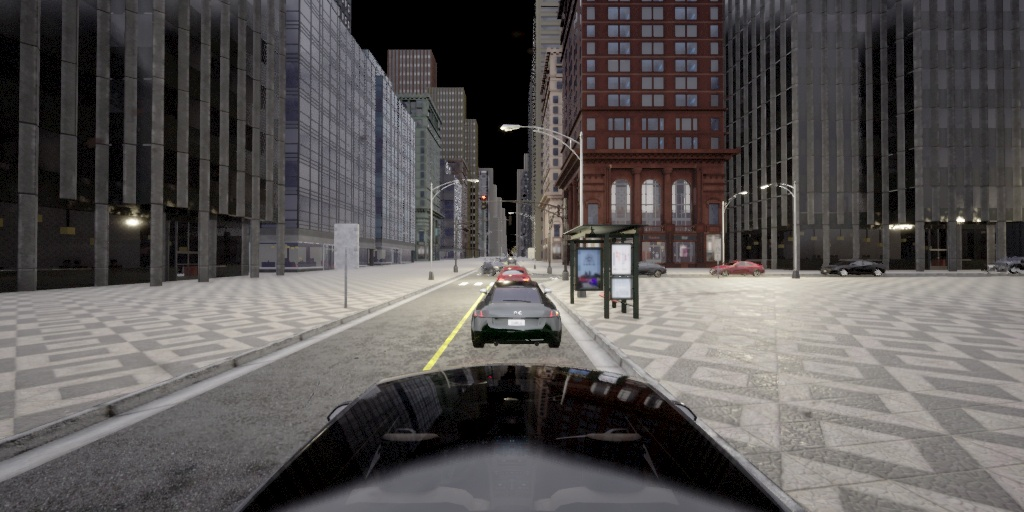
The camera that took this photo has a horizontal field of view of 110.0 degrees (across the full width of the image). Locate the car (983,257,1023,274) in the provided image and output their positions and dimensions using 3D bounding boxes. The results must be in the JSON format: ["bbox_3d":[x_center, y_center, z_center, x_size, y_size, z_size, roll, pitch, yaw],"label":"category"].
[{"bbox_3d":[46.696,0.810,33.114,4.902,1.511,2.128,0,-1,0],"label":"car"}]

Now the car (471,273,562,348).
[{"bbox_3d":[0.097,1.314,9.257,1.994,1.385,4.181,0,0,0],"label":"car"}]

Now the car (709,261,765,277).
[{"bbox_3d":[20.800,1.194,33.221,4.674,1.442,1.812,0,-1,0],"label":"car"}]

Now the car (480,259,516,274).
[{"bbox_3d":[-1.677,1.266,35.334,2.033,1.411,5.357,0,0,-22],"label":"car"}]

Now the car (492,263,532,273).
[{"bbox_3d":[0.114,1.269,19.092,1.812,1.442,4.674,0,0,1],"label":"car"}]

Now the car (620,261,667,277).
[{"bbox_3d":[11.864,1.225,33.224,4.674,1.442,1.812,0,-1,-2],"label":"car"}]

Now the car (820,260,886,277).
[{"bbox_3d":[31.479,1.107,33.204,5.008,1.535,1.882,-1,-1,0],"label":"car"}]
